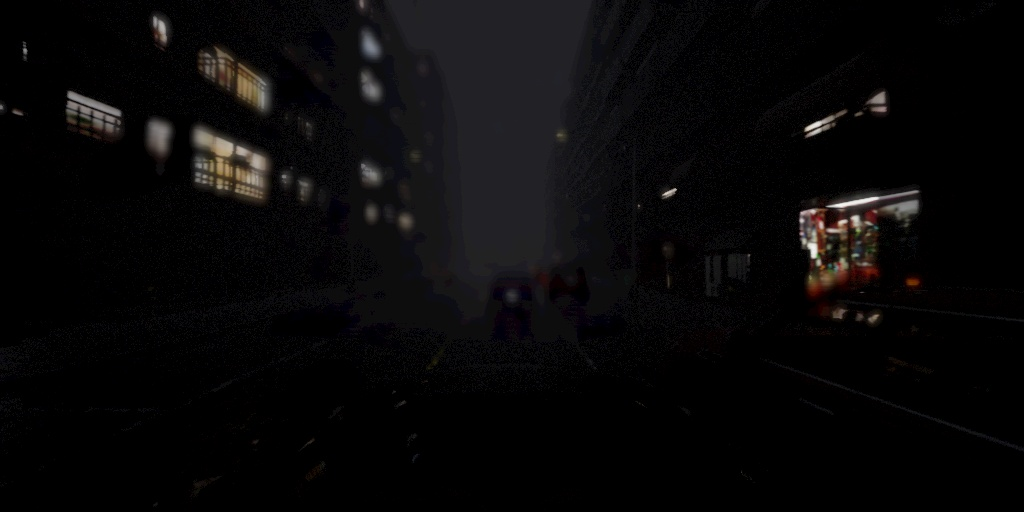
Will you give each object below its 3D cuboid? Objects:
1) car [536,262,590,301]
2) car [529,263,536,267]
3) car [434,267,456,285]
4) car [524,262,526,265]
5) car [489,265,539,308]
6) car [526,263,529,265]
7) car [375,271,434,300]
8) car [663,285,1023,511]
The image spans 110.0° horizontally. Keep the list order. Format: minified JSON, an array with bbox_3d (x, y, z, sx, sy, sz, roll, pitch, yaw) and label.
[{"bbox_3d":[2.690,1.240,18.663,2.192,1.841,5.009,0,0,0],"label":"car"},{"bbox_3d":[2.688,1.481,29.799,1.967,1.591,4.097,0,0,0],"label":"car"},{"bbox_3d":[-5.692,1.567,29.662,1.751,1.417,4.829,0,0,0],"label":"car"},{"bbox_3d":[3.135,1.767,53.501,1.882,1.535,5.008,0,-1,0],"label":"car"},{"bbox_3d":[0.024,1.376,16.099,1.882,1.535,5.008,0,0,0],"label":"car"},{"bbox_3d":[3.146,1.675,46.691,1.801,1.575,5.366,0,-1,0],"label":"car"},{"bbox_3d":[-5.691,1.476,18.696,2.007,1.370,4.403,0,0,0],"label":"car"},{"bbox_3d":[2.691,1.067,1.961,2.192,1.841,5.009,0,0,0],"label":"car"}]
